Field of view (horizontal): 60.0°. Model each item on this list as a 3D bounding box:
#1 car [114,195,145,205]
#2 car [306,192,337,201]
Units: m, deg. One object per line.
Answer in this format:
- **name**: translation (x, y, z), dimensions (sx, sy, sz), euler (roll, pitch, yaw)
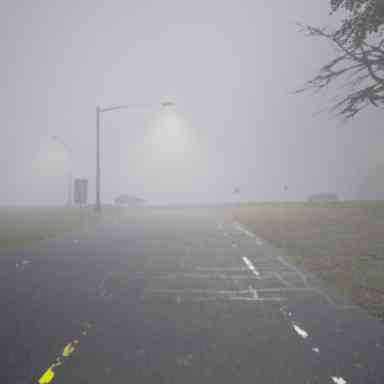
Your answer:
- **car**: translation (-8.624, 1.119, 46.282), dimensions (4.181, 1.385, 1.994), euler (1, -2, 0)
- **car**: translation (20.858, 0.847, 53.677), dimensions (4.902, 1.511, 2.128), euler (-2, -3, -1)
